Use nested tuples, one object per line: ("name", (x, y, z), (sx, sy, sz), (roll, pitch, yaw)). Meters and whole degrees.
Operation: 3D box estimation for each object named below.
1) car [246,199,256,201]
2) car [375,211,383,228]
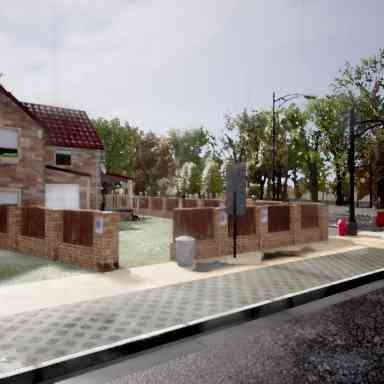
("car", (5.473, 1.390, 32.268), (1.882, 1.535, 5.008), (0, 0, -35))
("car", (12.243, 1.454, 17.161), (1.882, 1.535, 5.008), (0, 0, -35))
